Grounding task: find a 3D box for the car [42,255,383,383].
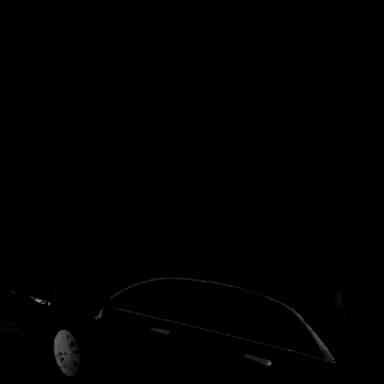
[{"bbox_3d":[0.235,1.510,3.793,4.892,1.490,1.837,0,0,36],"label":"car"}]
